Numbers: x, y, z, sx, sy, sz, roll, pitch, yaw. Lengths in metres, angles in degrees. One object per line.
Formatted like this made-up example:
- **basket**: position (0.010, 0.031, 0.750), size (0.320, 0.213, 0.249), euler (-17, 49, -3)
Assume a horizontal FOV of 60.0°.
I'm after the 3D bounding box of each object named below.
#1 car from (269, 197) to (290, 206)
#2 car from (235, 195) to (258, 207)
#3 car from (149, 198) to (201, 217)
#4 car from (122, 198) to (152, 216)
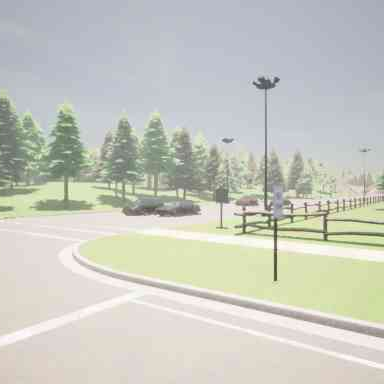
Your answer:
- **car**: position (13.946, 1.545, 52.719), size (2.033, 1.411, 5.357), euler (0, 0, 36)
- **car**: position (8.324, 1.348, 50.862), size (2.097, 1.767, 4.553), euler (0, 0, 35)
- **car**: position (-1.204, 1.544, 31.256), size (2.033, 1.411, 5.357), euler (0, 0, 35)
- **car**: position (-4.667, 1.348, 32.412), size (2.097, 1.767, 4.553), euler (0, 0, 35)
